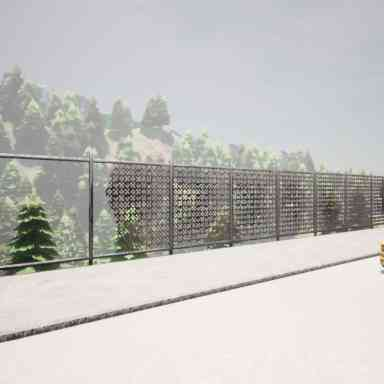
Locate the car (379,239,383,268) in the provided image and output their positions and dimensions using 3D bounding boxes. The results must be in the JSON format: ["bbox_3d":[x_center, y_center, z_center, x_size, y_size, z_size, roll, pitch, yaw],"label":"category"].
[{"bbox_3d":[7.473,1.479,9.858,5.008,1.535,1.882,0,0,-36],"label":"car"}]
